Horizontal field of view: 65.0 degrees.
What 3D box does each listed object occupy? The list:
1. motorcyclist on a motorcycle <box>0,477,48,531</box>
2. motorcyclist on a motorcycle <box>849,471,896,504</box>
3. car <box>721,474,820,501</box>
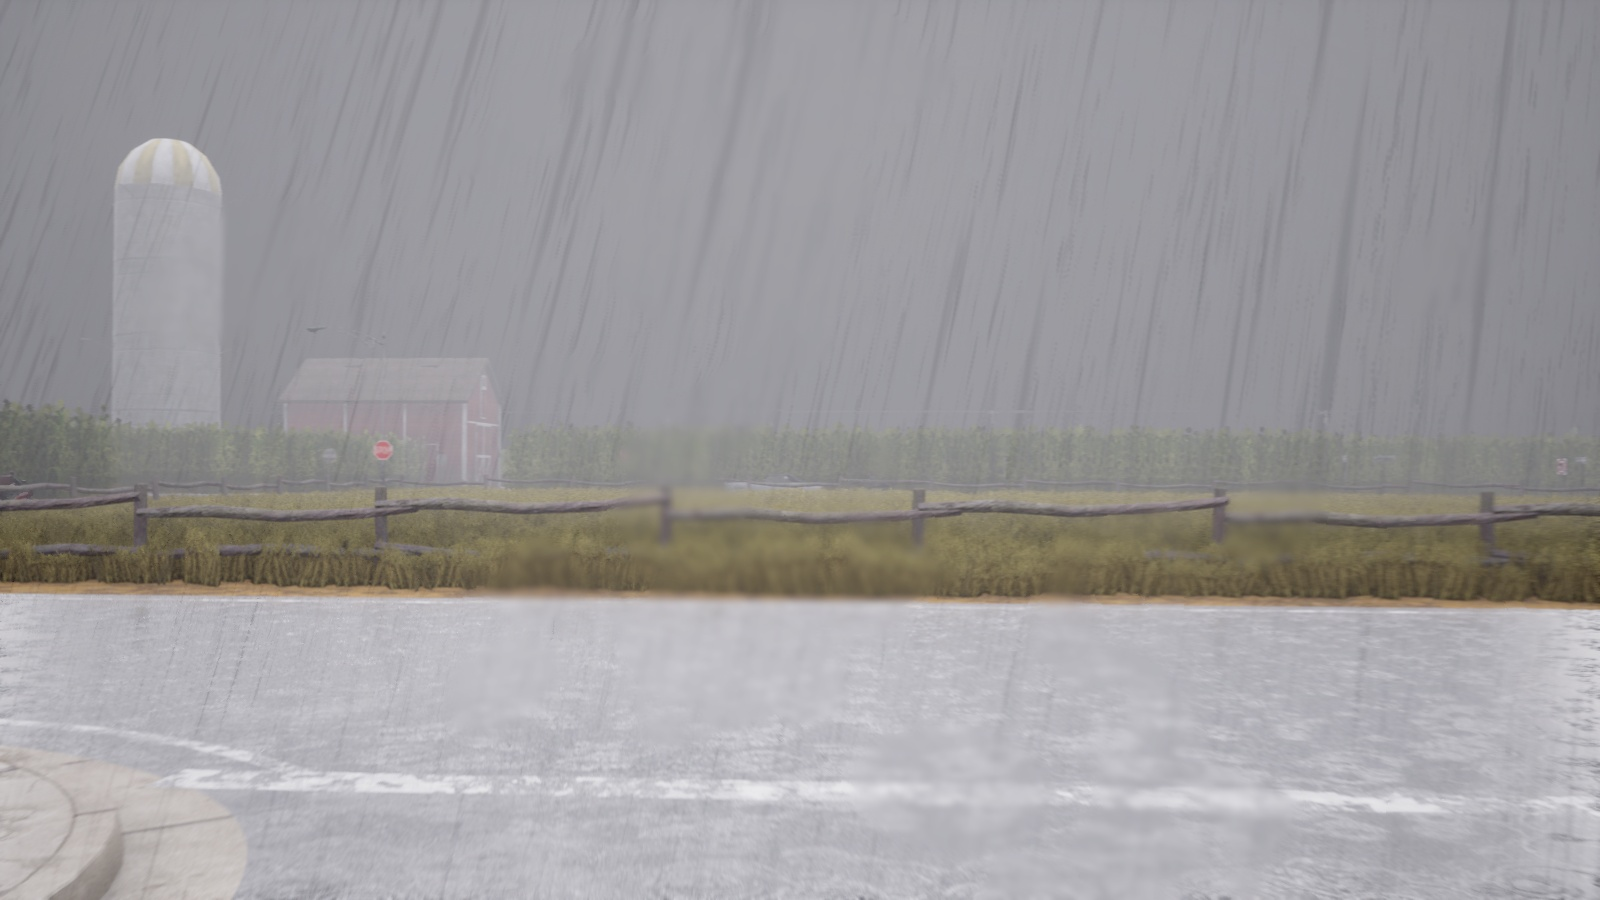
[{"bbox_3d":[-23.297,1.569,37.011,0.866,1.530,2.191,0,-1,4],"label":"motorcyclist on a motorcycle"},{"bbox_3d":[3.382,1.745,58.681,2.191,1.530,0.866,0,-1,4],"label":"motorcyclist on a motorcycle"},{"bbox_3d":[-1.418,1.852,62.130,4.718,1.301,1.895,0,-1,4],"label":"car"}]
